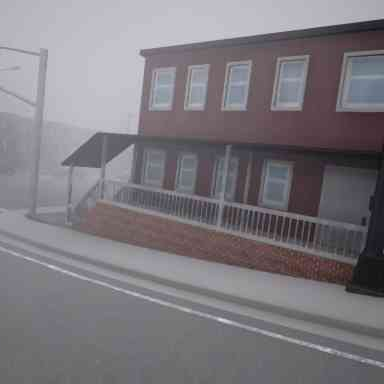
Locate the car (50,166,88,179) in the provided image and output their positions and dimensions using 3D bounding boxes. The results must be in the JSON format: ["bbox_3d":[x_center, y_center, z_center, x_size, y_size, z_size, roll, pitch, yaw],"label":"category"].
[{"bbox_3d":[-14.955,-2.478,40.601,1.812,1.442,4.674,10,6,36],"label":"car"}]

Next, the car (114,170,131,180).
[{"bbox_3d":[-9.185,-2.473,48.574,1.812,1.442,4.674,10,6,35],"label":"car"}]

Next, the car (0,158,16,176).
[{"bbox_3d":[-20.253,-2.657,33.262,2.097,1.767,4.553,10,6,36],"label":"car"}]
